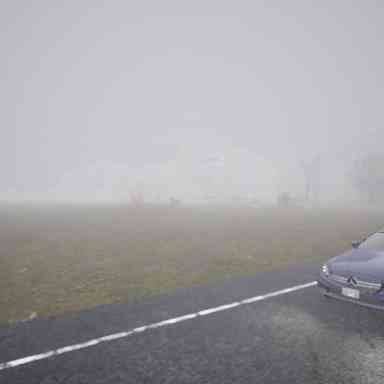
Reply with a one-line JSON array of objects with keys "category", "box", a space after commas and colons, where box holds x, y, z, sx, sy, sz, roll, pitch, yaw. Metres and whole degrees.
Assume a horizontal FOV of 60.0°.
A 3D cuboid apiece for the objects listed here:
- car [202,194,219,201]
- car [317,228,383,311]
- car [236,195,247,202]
[{"category": "car", "box": [4.145, 1.209, 75.521, 1.882, 1.535, 5.008, 0, 0, -34]}, {"category": "car", "box": [4.703, 1.520, 7.233, 4.674, 1.442, 1.812, 0, 0, -36]}, {"category": "car", "box": [9.198, 1.357, 68.026, 2.128, 1.511, 4.902, 0, 0, -33]}]
